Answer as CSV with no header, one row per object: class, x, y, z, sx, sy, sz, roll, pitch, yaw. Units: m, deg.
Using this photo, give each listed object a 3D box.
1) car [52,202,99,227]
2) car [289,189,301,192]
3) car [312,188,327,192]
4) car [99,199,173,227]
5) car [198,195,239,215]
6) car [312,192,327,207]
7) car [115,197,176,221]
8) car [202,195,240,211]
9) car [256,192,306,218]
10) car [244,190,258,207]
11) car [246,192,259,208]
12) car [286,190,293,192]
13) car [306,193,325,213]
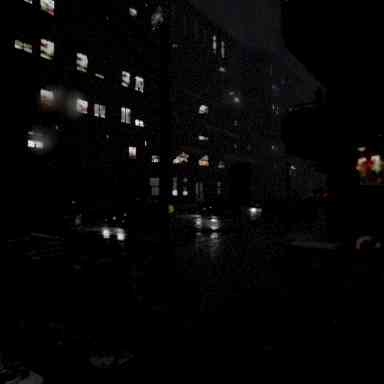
car,-6.472,1.295,20.687,2.008,1.369,4.403,1,1,35
car,15.853,0.521,52.627,2.192,1.841,5.009,1,1,35
car,17.947,0.509,45.522,2.150,2.045,5.566,0,1,35
car,-3.320,1.291,20.697,1.994,1.385,4.181,0,1,35
car,2.372,1.093,28.837,1.837,1.490,4.892,0,1,35
car,13.135,1.013,34.114,2.008,1.369,4.403,1,1,35
car,-3.380,1.194,25.111,1.752,1.417,4.829,1,1,35
car,3.096,1.057,34.378,1.887,1.381,4.507,1,1,35
car,6.758,1.056,24.985,1.967,1.590,4.097,1,1,35
car,6.286,0.750,38.937,2.192,1.841,5.009,1,1,35
car,8.470,0.989,37.549,2.033,1.411,5.357,0,1,35
car,12.565,0.810,47.929,1.752,1.417,4.829,1,1,35
car,9.946,1.090,29.551,2.008,1.369,4.403,1,1,35
